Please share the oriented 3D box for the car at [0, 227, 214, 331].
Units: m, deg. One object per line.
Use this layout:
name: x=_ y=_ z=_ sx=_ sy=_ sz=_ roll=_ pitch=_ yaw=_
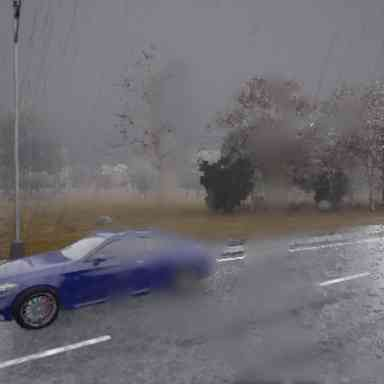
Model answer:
car: x=-1.672 y=1.502 z=6.931 sx=4.674 sy=1.442 sz=1.812 roll=0 pitch=0 yaw=-34
